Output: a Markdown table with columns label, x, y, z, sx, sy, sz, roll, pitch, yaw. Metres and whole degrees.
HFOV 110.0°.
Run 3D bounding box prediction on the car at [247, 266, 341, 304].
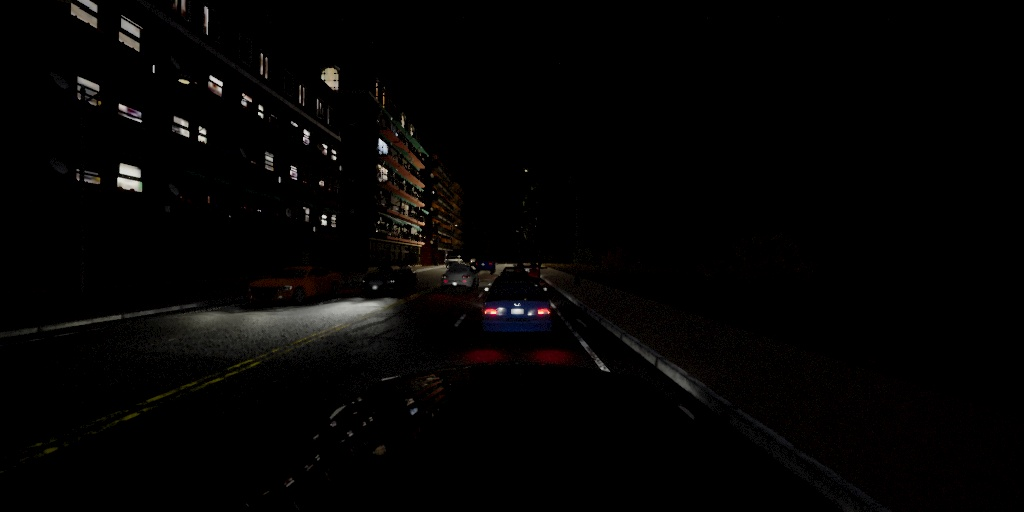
| label | x | y | z | sx | sy | sz | roll | pitch | yaw |
| --- | --- | --- | --- | --- | --- | --- | --- | --- | --- |
| car | -9.822 | 1.230 | 16.625 | 1.882 | 1.535 | 5.008 | 0 | 0 | 0 |

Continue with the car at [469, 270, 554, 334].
| label | x | y | z | sx | sy | sz | roll | pitch | yaw |
| --- | --- | --- | --- | --- | --- | --- | --- | --- | --- |
| car | 0.118 | 1.299 | 10.589 | 2.033 | 1.411 | 5.357 | 0 | 0 | 0 |

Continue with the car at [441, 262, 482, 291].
| label | x | y | z | sx | sy | sz | roll | pitch | yaw |
| --- | --- | --- | --- | --- | --- | --- | --- | --- | --- |
| car | -3.113 | 1.279 | 21.863 | 1.812 | 1.442 | 4.674 | 0 | 0 | 0 |

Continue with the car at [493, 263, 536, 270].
| label | x | y | z | sx | sy | sz | roll | pitch | yaw |
| --- | --- | --- | --- | --- | --- | --- | --- | --- | --- |
| car | 0.129 | 1.317 | 20.922 | 1.994 | 1.385 | 4.181 | 0 | 0 | 1 |

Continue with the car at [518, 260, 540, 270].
| label | x | y | z | sx | sy | sz | roll | pitch | yaw |
| --- | --- | --- | --- | --- | --- | --- | --- | --- | --- |
| car | 1.190 | 1.105 | 29.857 | 2.097 | 1.767 | 4.553 | 0 | 0 | 0 |

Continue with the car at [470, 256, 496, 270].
| label | x | y | z | sx | sy | sz | roll | pitch | yaw |
| --- | --- | --- | --- | --- | --- | --- | --- | --- | --- |
| car | -3.077 | 0.974 | 40.971 | 2.150 | 2.045 | 5.566 | 0 | 0 | 0 |

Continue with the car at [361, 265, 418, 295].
| label | x | y | z | sx | sy | sz | roll | pitch | yaw |
| --- | --- | --- | --- | --- | --- | --- | --- | --- | --- |
| car | -6.568 | 1.244 | 19.640 | 2.128 | 1.511 | 4.902 | 0 | 0 | 0 |

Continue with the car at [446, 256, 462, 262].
| label | x | y | z | sx | sy | sz | roll | pitch | yaw |
| --- | --- | --- | --- | --- | --- | --- | --- | --- | --- |
| car | -9.717 | 0.976 | 60.232 | 2.150 | 2.045 | 5.566 | 0 | 0 | 0 |
